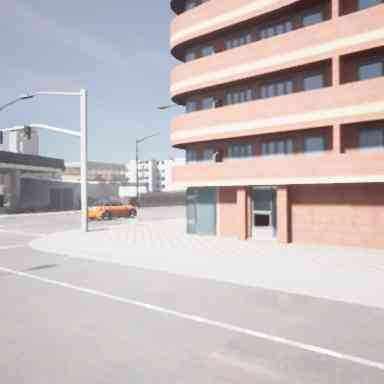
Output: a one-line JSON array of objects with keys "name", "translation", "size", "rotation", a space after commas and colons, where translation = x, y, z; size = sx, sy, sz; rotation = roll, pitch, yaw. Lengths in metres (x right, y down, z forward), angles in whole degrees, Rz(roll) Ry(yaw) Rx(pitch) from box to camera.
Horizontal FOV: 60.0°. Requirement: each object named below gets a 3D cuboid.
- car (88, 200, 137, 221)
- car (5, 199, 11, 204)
[{"name": "car", "translation": [-7.179, 1.541, 30.355], "size": [2.097, 1.767, 4.553], "rotation": [-1, 0, 35]}, {"name": "car", "translation": [-46.899, 2.286, 81.811], "size": [5.008, 1.535, 1.882], "rotation": [0, 0, -45]}]
